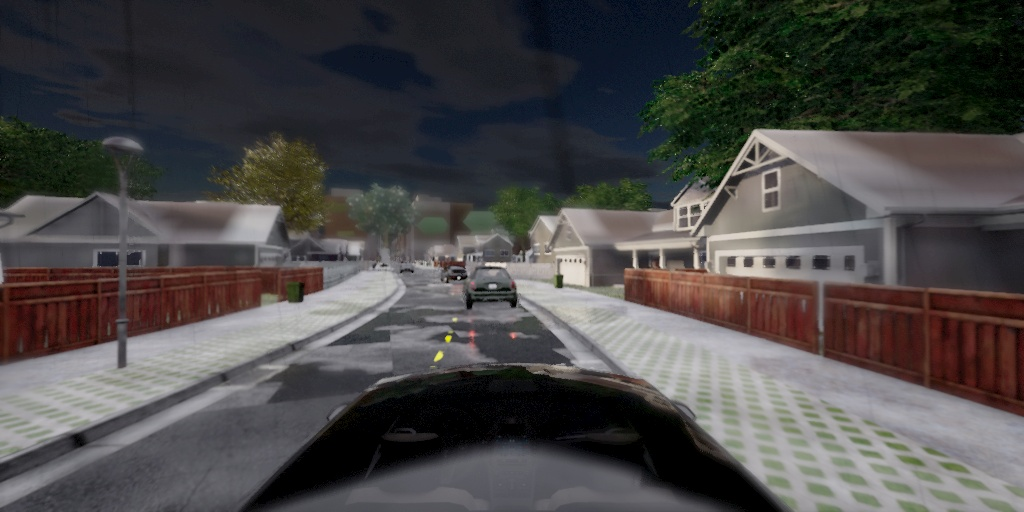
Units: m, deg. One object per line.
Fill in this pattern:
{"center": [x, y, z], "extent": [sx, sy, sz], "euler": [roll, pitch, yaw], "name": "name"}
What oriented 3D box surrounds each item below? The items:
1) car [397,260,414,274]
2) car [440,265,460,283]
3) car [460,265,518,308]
{"center": [-15.017, 1.723, 51.058], "extent": [1.837, 1.490, 4.892], "euler": [0, -1, -19], "name": "car"}
{"center": [-5.074, 1.531, 31.080], "extent": [1.837, 1.490, 4.892], "euler": [0, 0, -19], "name": "car"}
{"center": [-1.110, 1.236, 16.161], "extent": [2.097, 1.767, 4.553], "euler": [0, -1, -10], "name": "car"}
